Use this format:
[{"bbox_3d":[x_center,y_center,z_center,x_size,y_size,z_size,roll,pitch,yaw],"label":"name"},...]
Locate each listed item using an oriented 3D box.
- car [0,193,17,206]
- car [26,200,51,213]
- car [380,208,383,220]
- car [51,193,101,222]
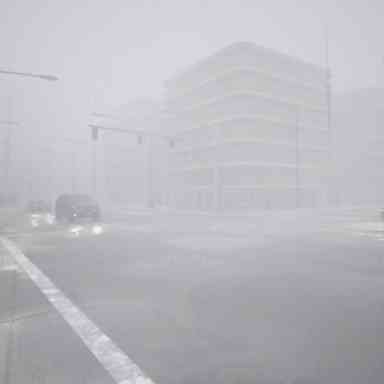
[{"bbox_3d":[-30.896,1.195,55.850,2.150,2.045,5.566,0,0,-36],"label":"car"},{"bbox_3d":[-16.989,1.567,36.865,1.895,1.301,4.718,0,0,-36],"label":"car"},{"bbox_3d":[16.183,1.363,25.346,4.902,1.511,2.128,0,0,-35],"label":"car"},{"bbox_3d":[-9.046,1.185,26.081,2.150,2.045,5.566,0,0,-36],"label":"car"}]
